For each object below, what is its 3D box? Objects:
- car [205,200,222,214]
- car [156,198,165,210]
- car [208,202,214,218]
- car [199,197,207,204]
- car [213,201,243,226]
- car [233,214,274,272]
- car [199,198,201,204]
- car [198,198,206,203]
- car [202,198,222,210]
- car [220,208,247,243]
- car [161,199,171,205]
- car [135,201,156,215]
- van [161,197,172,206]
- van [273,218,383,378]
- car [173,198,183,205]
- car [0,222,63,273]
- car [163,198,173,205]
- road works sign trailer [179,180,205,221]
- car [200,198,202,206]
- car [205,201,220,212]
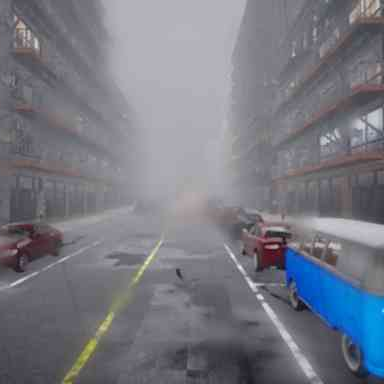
[{"bbox_3d":[2.701,1.858,33.681,2.008,1.369,4.403,1,0,0],"label":"car"},{"bbox_3d":[-5.680,2.019,50.753,1.947,1.339,4.313,1,0,0],"label":"car"},{"bbox_3d":[2.700,1.809,28.011,2.008,1.369,4.403,1,-1,0],"label":"car"},{"bbox_3d":[2.703,2.172,84.719,1.967,1.590,4.097,1,0,0],"label":"car"},{"bbox_3d":[2.702,1.647,22.341,1.967,1.590,4.097,1,-1,0],"label":"car"},{"bbox_3d":[2.700,1.649,11.000,1.887,1.381,4.507,1,-1,0],"label":"car"},{"bbox_3d":[2.701,2.045,56.364,1.887,1.381,4.507,1,0,0],"label":"car"},{"bbox_3d":[2.702,2.358,90.390,1.802,1.307,4.206,1,0,0],"label":"car"},{"bbox_3d":[2.704,1.671,39.355,2.192,1.841,5.009,1,0,0],"label":"car"},{"bbox_3d":[2.700,1.722,16.670,1.947,1.339,4.313,1,-1,0],"label":"car"},{"bbox_3d":[-5.679,2.186,73.437,1.887,1.381,4.507,1,0,0],"label":"car"},{"bbox_3d":[-5.680,1.939,39.410,1.802,1.307,4.206,1,-1,0],"label":"car"},{"bbox_3d":[-5.676,1.936,67.769,1.690,1.788,3.998,1,0,0],"label":"van"},{"bbox_3d":[2.703,1.392,5.330,1.690,1.788,3.998,1,-1,0],"label":"van"},{"bbox_3d":[-3.001,2.121,71.770,1.837,1.490,4.892,0,0,0],"label":"car"},{"bbox_3d":[-5.681,1.686,11.055,1.802,1.307,4.206,1,-1,0],"label":"car"},{"bbox_3d":[-5.679,2.238,79.109,2.008,1.369,4.403,1,0,0],"label":"car"},{"bbox_3d":[-0.001,0.742,30.299,2.380,3.560,2.880,0,-1,0],"label":"road works sign trailer"},{"bbox_3d":[2.701,1.997,50.694,1.887,1.381,4.507,1,0,0],"label":"car"},{"bbox_3d":[2.701,1.931,45.193,1.752,1.417,4.829,1,0,0],"label":"car"}]
